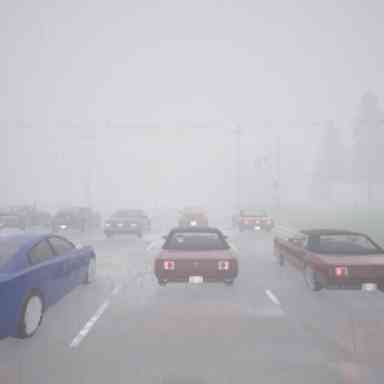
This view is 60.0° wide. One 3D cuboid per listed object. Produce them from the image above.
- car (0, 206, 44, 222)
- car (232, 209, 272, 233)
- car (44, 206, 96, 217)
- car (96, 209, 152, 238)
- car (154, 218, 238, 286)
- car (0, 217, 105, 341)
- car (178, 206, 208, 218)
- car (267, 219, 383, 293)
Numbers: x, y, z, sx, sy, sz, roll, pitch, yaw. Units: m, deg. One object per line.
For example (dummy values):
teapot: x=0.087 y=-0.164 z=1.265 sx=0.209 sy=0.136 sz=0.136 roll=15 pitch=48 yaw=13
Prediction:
car: x=-10.411 y=1.598 z=20.692 sx=2.128 sy=1.511 sz=4.902 roll=0 pitch=0 yaw=0
car: x=3.594 y=1.706 z=20.523 sx=1.895 sy=1.301 sz=4.718 roll=0 pitch=0 yaw=0
car: x=-6.908 y=1.610 z=20.277 sx=1.837 sy=1.490 sz=4.892 roll=0 pitch=0 yaw=0
car: x=-3.410 y=1.641 z=18.344 sx=2.033 sy=1.411 sz=5.357 roll=0 pitch=0 yaw=0
car: x=0.096 y=1.650 z=9.546 sx=1.895 sy=1.301 sz=4.718 roll=0 pitch=0 yaw=0
car: x=-3.410 y=1.512 z=6.622 sx=1.882 sy=1.535 sz=5.008 roll=0 pitch=0 yaw=0
car: x=0.092 y=1.636 z=21.608 sx=1.812 sy=1.442 sz=4.674 roll=0 pitch=0 yaw=0
car: x=3.595 y=1.647 z=8.961 sx=1.895 sy=1.301 sz=4.718 roll=0 pitch=0 yaw=0
